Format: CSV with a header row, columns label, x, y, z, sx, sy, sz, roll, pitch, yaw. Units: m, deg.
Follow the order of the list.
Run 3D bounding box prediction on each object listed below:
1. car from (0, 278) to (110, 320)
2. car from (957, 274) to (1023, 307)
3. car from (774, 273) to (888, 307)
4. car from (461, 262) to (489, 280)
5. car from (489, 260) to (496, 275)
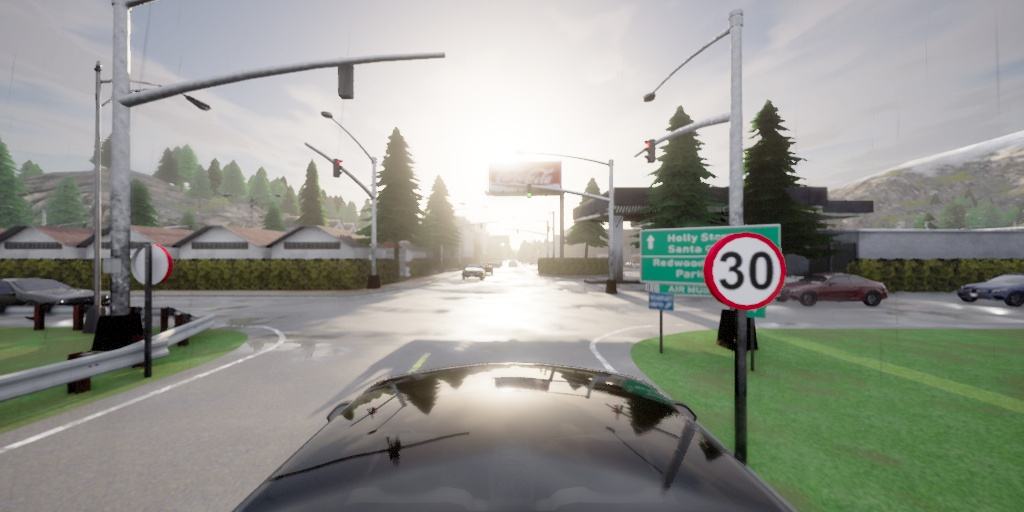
label,x,y,z,sx,sy,sz,roll,pitch,yaw
car,-18.518,1.547,13.488,5.357,1.411,2.033,0,0,1
car,23.915,1.544,16.740,4.674,1.442,1.812,0,0,1
car,14.781,1.544,16.822,4.674,1.442,1.812,0,0,0
car,-3.503,1.451,33.582,1.812,1.442,4.674,1,-1,0
car,-3.241,1.480,43.874,1.882,1.535,5.008,0,-2,-3
